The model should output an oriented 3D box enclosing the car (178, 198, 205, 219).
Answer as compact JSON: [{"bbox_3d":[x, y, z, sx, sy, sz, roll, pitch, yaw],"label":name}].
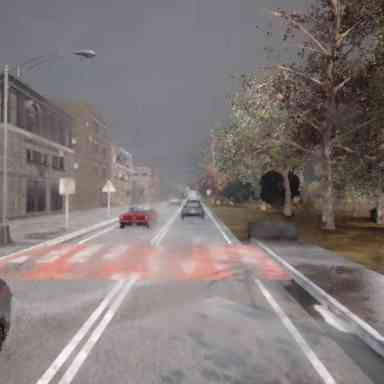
[{"bbox_3d":[0.089,1.485,28.359,1.994,1.385,4.181,0,0,1],"label":"car"}]

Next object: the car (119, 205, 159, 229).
[{"bbox_3d":[-3.284,1.541,21.135,1.895,1.301,4.718,0,0,0],"label":"car"}]

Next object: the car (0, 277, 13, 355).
[{"bbox_3d":[-3.344,1.500,2.566,1.837,1.490,4.892,0,0,0],"label":"car"}]

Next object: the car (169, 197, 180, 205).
[{"bbox_3d":[-3.054,1.635,60.278,1.895,1.301,4.718,0,-1,1],"label":"car"}]
